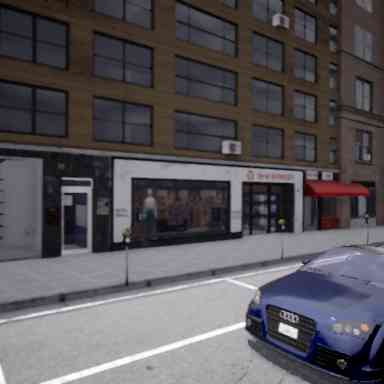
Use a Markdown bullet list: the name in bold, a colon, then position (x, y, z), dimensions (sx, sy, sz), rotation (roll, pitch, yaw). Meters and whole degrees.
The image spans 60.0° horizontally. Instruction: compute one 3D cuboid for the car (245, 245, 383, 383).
- **car**: position (2.860, 1.612, 5.414), dimensions (4.181, 1.385, 1.994), rotation (1, 0, -35)
